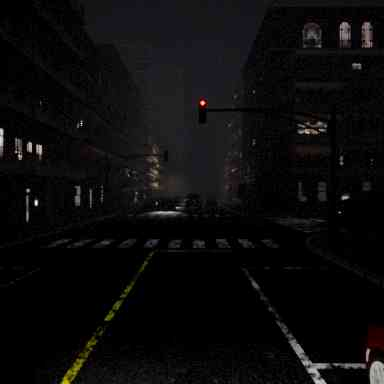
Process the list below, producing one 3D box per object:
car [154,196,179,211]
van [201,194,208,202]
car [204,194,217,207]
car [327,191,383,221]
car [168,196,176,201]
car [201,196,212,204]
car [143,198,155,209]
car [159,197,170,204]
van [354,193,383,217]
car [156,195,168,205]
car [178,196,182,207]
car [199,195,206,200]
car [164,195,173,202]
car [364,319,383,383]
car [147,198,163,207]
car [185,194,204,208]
[{"bbox_3d":[-2.978,1.569,40.047,1.994,1.385,4.181,0,0,1],"label":"car"},{"bbox_3d":[2.911,1.375,78.434,1.690,1.788,3.998,-1,0,0],"label":"van"},{"bbox_3d":[2.830,1.451,50.795,1.967,1.590,4.097,-1,0,0],"label":"car"},{"bbox_3d":[13.096,0.977,24.755,5.566,2.045,2.150,-1,1,0],"label":"car"},{"bbox_3d":[-5.435,1.628,89.520,1.802,1.307,4.206,-1,0,0],"label":"car"},{"bbox_3d":[2.880,1.574,67.378,2.008,1.369,4.403,-1,0,0],"label":"car"},{"bbox_3d":[-5.565,1.558,45.297,2.008,1.369,4.403,0,0,0],"label":"car"},{"bbox_3d":[-5.500,1.605,67.409,1.802,1.307,4.206,-1,0,0],"label":"car"},{"bbox_3d":[15.721,1.034,27.329,3.998,1.788,1.690,-1,1,-1],"label":"van"},{"bbox_3d":[-5.518,1.459,61.880,1.967,1.590,4.097,-1,0,0],"label":"car"},{"bbox_3d":[-2.957,1.575,51.657,1.994,1.385,4.181,0,0,-1],"label":"car"},{"bbox_3d":[2.961,1.598,95.018,1.887,1.381,4.507,-1,0,0],"label":"car"},{"bbox_3d":[-5.468,1.559,78.294,1.752,1.417,4.829,-1,0,0],"label":"car"},{"bbox_3d":[2.687,1.544,1.796,1.887,1.381,4.507,0,0,0],"label":"car"},{"bbox_3d":[-5.549,1.577,50.824,1.947,1.339,4.313,0,0,0],"label":"car"},{"bbox_3d":[0.240,1.230,47.226,2.150,2.045,5.566,0,0,0],"label":"car"}]
